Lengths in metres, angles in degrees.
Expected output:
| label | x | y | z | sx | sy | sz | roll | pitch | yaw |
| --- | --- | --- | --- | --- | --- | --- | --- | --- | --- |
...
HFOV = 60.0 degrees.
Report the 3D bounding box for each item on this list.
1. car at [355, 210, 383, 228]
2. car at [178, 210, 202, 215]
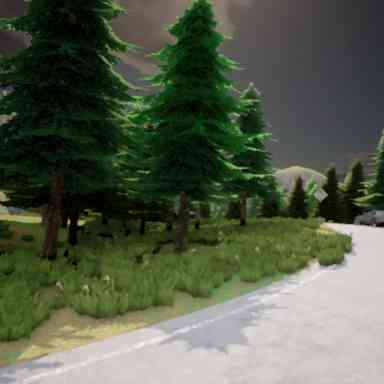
| label | x | y | z | sx | sy | sz | roll | pitch | yaw |
| --- | --- | --- | --- | --- | --- | --- | --- | --- | --- |
| car | 14.928 | 2.158 | 26.792 | 1.994 | 1.385 | 4.181 | 4 | -3 | 1 |
| car | -0.605 | 3.838 | 51.870 | 5.566 | 2.045 | 2.150 | -4 | -8 | 36 |
